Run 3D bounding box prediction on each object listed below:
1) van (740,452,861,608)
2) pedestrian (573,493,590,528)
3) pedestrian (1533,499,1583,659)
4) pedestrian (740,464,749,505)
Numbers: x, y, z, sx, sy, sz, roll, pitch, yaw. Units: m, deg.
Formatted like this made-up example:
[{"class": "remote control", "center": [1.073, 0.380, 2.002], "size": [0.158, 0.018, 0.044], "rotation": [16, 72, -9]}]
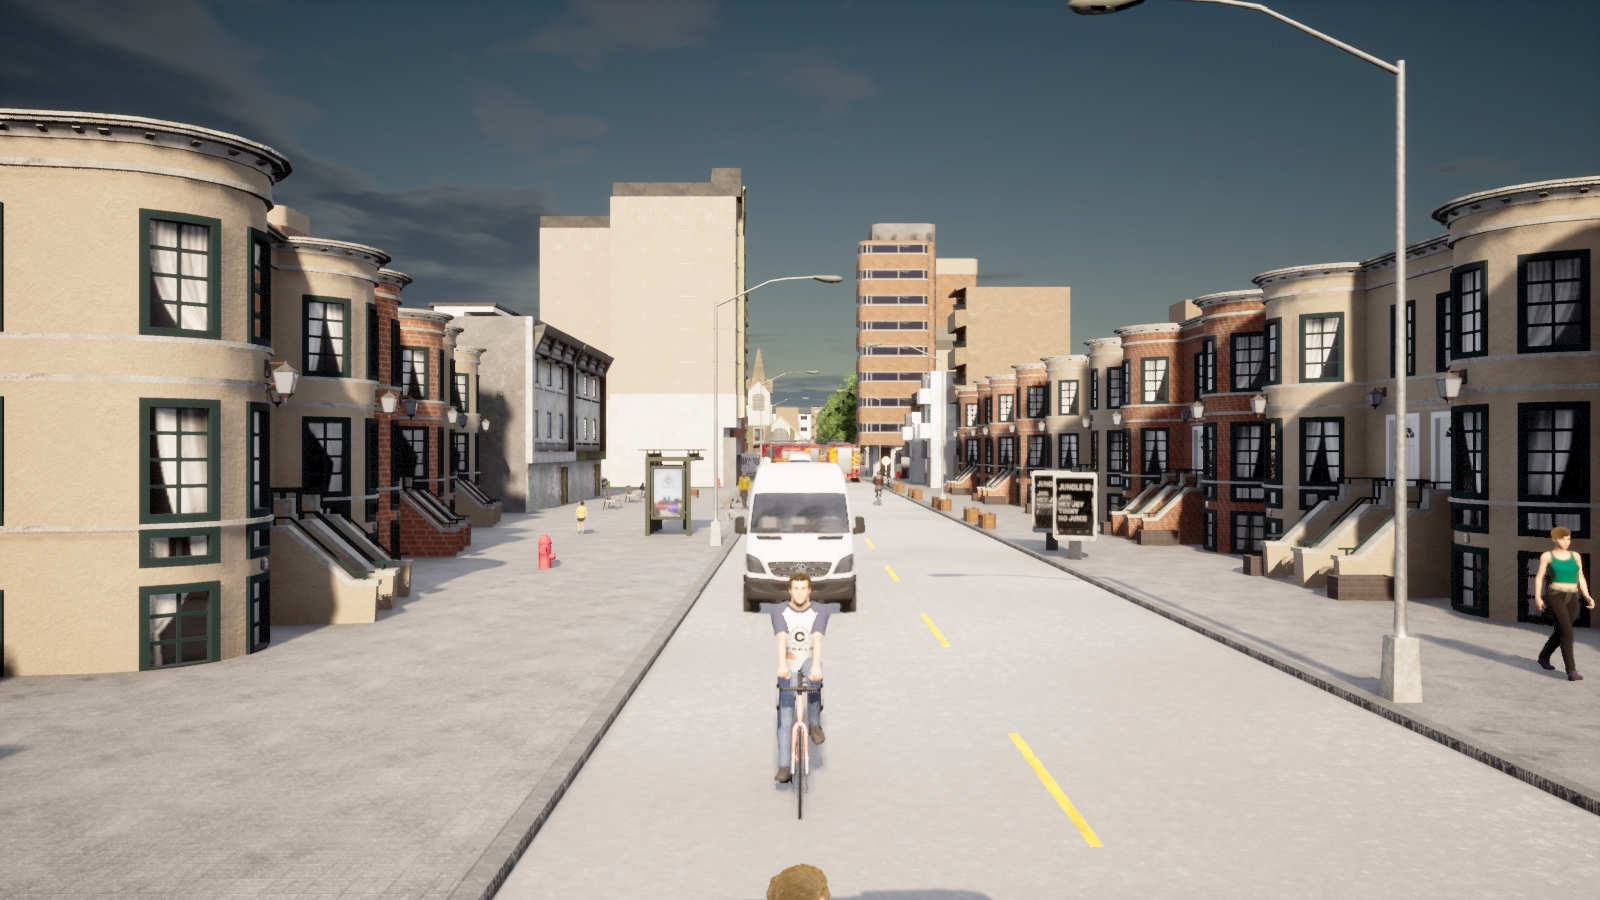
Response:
[{"class": "van", "center": [0.003, 1.324, 21.713], "size": [1.988, 2.561, 5.915], "rotation": [0, 0, 0]}, {"class": "pedestrian", "center": [-7.011, 1.923, 36.608], "size": [0.500, 1.100, 0.500], "rotation": [0, 0, -14]}, {"class": "pedestrian", "center": [9.069, 1.529, 13.679], "size": [0.375, 1.860, 0.375], "rotation": [0, 0, 9]}, {"class": "pedestrian", "center": [-2.511, 1.543, 51.504], "size": [0.375, 1.860, 0.375], "rotation": [0, 0, 1]}]
